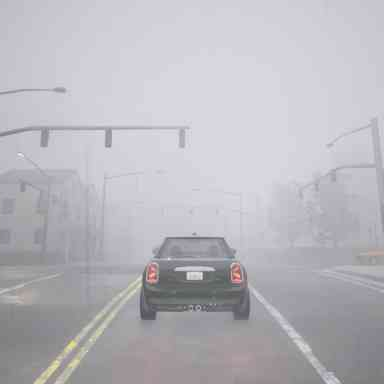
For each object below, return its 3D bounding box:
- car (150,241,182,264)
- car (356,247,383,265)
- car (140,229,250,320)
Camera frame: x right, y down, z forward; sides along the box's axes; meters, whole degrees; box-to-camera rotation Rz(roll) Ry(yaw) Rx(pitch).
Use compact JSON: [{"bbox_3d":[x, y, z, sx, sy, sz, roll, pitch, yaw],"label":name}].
[{"bbox_3d":[-2.682,6.032,32.712,2.150,2.045,5.566,3,-12,-15],"label":"car"},{"bbox_3d":[16.461,5.362,28.064,5.008,1.535,1.882,0,-11,1],"label":"car"},{"bbox_3d":[0.060,1.807,8.227,2.097,1.767,4.553,0,-7,0],"label":"car"}]
